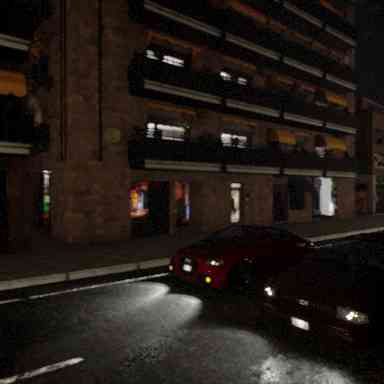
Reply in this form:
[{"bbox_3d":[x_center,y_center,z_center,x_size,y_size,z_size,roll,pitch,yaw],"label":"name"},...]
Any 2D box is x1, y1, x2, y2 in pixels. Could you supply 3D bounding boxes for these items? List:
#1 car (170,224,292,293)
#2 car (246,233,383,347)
[{"bbox_3d":[1.481,1.574,8.918,4.181,1.385,1.994,0,0,-37],"label":"car"},{"bbox_3d":[3.716,1.558,6.522,5.357,1.411,2.033,0,0,-37],"label":"car"}]
